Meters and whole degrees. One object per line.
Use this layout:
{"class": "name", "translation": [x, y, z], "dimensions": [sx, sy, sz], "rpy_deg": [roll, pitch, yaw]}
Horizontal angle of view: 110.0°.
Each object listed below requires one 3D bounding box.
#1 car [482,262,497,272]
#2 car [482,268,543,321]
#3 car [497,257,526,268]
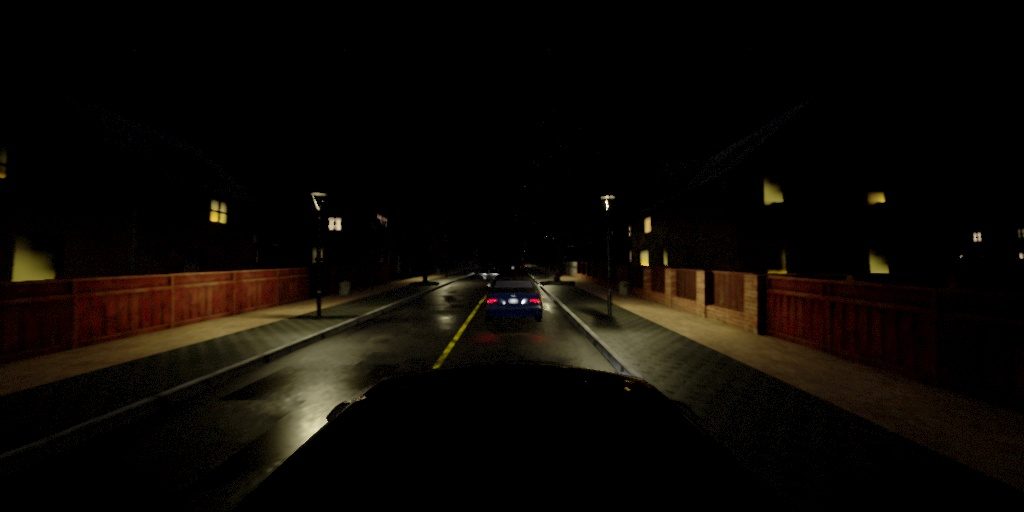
{"class": "car", "translation": [-2.811, 1.469, 46.800], "dimensions": [2.033, 1.411, 5.357], "rpy_deg": [0, 0, 0]}
{"class": "car", "translation": [0.062, 1.329, 12.638], "dimensions": [2.033, 1.411, 5.357], "rpy_deg": [0, 0, 1]}
{"class": "car", "translation": [0.089, 1.073, 31.748], "dimensions": [2.150, 2.045, 5.566], "rpy_deg": [0, 0, 0]}
